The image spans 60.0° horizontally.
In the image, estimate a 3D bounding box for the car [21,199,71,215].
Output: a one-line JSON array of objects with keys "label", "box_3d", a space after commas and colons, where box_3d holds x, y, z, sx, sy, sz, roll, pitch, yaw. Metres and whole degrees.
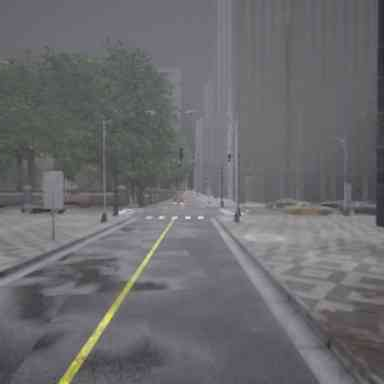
[{"label": "car", "box_3d": [-15.072, 1.639, 33.911, 4.313, 1.339, 1.947, 0, 1, 0]}]

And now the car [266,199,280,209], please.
[{"label": "car", "box_3d": [11.629, 1.492, 42.292, 4.403, 1.369, 2.008, 0, 1, 0]}]

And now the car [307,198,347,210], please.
[{"label": "car", "box_3d": [17.142, 1.514, 42.263, 4.313, 1.339, 1.947, 0, 1, 0]}]

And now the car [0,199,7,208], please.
[{"label": "car", "box_3d": [-25.948, 1.481, 42.492, 4.313, 1.339, 1.947, 0, 1, 0]}]

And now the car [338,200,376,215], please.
[{"label": "car", "box_3d": [17.105, 1.655, 33.739, 4.403, 1.369, 2.008, 0, 1, 0]}]

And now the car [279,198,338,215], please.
[{"label": "car", "box_3d": [11.763, 1.623, 33.767, 4.829, 1.417, 1.752, 0, 1, 0]}]

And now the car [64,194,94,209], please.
[{"label": "car", "box_3d": [-15.036, 1.232, 42.430, 5.009, 1.841, 2.192, 0, 1, 0]}]

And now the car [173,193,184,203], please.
[{"label": "car", "box_3d": [-3.017, 1.302, 74.563, 2.150, 2.045, 5.566, 0, 0, 0]}]
